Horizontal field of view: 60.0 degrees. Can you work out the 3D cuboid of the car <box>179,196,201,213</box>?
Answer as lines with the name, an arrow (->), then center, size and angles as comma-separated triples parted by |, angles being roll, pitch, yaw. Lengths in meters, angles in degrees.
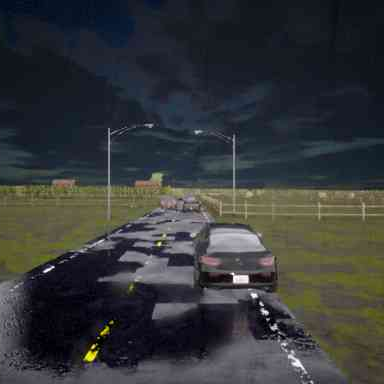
car -> -0.039, 1.486, 36.574 | 2.128, 1.511, 4.902 | 0, 0, 0

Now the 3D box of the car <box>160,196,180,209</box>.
car -> -2.982, 1.344, 43.877 | 2.097, 1.767, 4.553 | 0, 0, 0

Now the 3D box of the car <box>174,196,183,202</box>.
car -> -2.982, 1.575, 75.810 | 1.895, 1.301, 4.718 | 0, 0, 0

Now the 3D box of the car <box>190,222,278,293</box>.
car -> 0.938, 1.526, 8.736 | 1.812, 1.442, 4.674 | 0, 0, 0

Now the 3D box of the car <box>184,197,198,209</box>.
car -> -0.115, 1.469, 46.986 | 1.882, 1.535, 5.008 | 0, 0, 0
